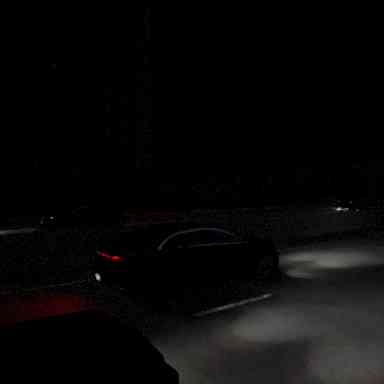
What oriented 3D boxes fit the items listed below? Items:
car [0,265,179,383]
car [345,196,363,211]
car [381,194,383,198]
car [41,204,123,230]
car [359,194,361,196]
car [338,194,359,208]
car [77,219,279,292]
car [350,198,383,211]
[{"bbox_3d":[-2.354,1.601,2.068,4.718,1.301,1.895,0,0,-36],"label":"car"},{"bbox_3d":[20.483,1.555,40.199,1.882,1.535,5.008,0,-1,38],"label":"car"},{"bbox_3d":[38.072,1.461,64.419,2.150,2.045,5.566,0,0,21],"label":"car"},{"bbox_3d":[-6.709,1.491,20.726,4.902,1.511,2.128,0,0,-36],"label":"car"},{"bbox_3d":[37.928,1.496,76.801,2.150,2.045,5.566,0,0,13],"label":"car"},{"bbox_3d":[23.550,1.481,50.562,2.097,1.767,4.553,0,0,32],"label":"car"},{"bbox_3d":[0.072,1.491,8.097,4.902,1.511,2.128,0,0,-36],"label":"car"},{"bbox_3d":[16.545,1.547,30.506,1.837,1.490,4.892,0,0,44],"label":"car"}]
